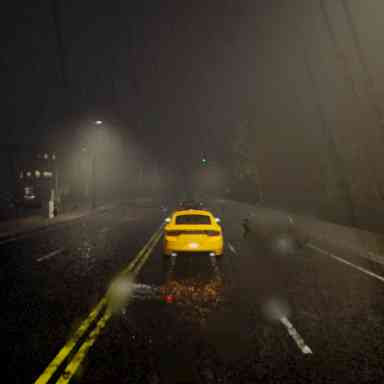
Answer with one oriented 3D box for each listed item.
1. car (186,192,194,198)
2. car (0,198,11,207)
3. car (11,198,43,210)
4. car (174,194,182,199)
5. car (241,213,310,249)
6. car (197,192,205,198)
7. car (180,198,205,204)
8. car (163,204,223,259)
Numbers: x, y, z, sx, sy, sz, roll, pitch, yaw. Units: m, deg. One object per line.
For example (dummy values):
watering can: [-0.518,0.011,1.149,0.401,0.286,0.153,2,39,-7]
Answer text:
car: [-0.584,1.014,91.913,1.837,1.490,4.892,0,0,0]
car: [-28.609,1.585,51.061,4.403,1.369,2.008,-1,2,0]
car: [-20.222,1.624,42.603,4.313,1.339,1.947,-1,1,0]
car: [-3.823,1.106,90.037,1.994,1.385,4.181,0,0,0]
car: [3.267,1.529,14.102,1.895,1.301,4.718,0,0,0]
car: [2.662,1.052,92.350,2.128,1.511,4.902,0,0,0]
car: [-0.071,1.427,27.920,1.994,1.385,4.181,0,0,0]
car: [0.024,1.417,12.330,1.882,1.535,5.008,0,0,0]
